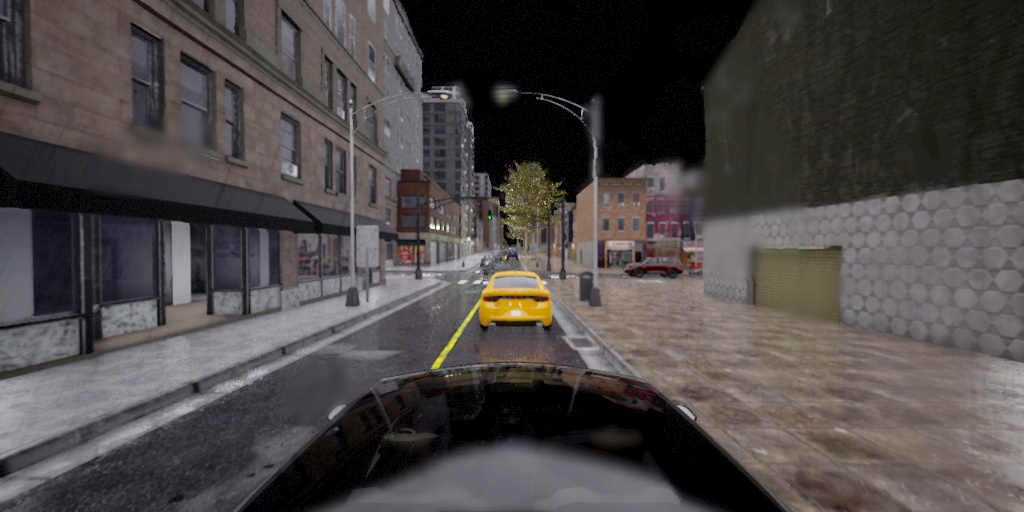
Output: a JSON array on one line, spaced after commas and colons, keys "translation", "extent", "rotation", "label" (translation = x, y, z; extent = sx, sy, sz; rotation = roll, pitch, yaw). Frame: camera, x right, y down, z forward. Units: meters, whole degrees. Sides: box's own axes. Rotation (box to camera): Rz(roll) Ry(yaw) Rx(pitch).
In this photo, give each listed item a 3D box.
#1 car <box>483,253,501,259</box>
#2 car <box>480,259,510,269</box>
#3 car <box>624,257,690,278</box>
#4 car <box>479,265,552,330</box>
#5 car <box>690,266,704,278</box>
[{"translation": [-2.841, 0.652, 44.809], "extent": [2.128, 1.511, 4.902], "rotation": [0, 2, 1], "label": "car"}, {"translation": [-1.011, 1.164, 26.399], "extent": [1.895, 1.301, 4.718], "rotation": [0, 1, -16], "label": "car"}, {"translation": [12.702, 0.979, 32.227], "extent": [5.009, 1.841, 2.192], "rotation": [0, 0, 0], "label": "car"}, {"translation": [0.099, 1.203, 11.079], "extent": [1.882, 1.535, 5.008], "rotation": [0, 0, 0], "label": "car"}, {"translation": [18.104, 1.323, 32.236], "extent": [4.207, 1.307, 1.802], "rotation": [0, 0, 0], "label": "car"}]
